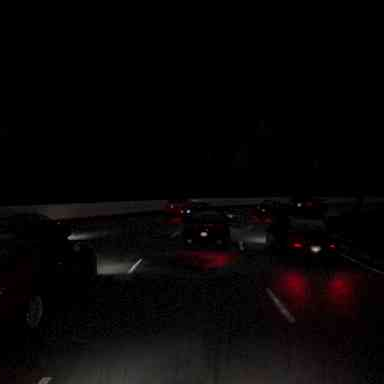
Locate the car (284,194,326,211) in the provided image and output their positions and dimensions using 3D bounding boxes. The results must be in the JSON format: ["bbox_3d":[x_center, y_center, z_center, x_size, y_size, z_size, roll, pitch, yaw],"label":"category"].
[{"bbox_3d":[10.909,1.221,31.186,2.150,2.045,5.566,0,0,35],"label":"car"}]

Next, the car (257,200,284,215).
[{"bbox_3d":[7.996,1.525,32.928,1.812,1.442,4.674,0,0,34],"label":"car"}]

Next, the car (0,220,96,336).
[{"bbox_3d":[-3.360,1.526,6.560,1.812,1.442,4.674,0,0,1],"label":"car"}]

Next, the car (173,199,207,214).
[{"bbox_3d":[0.778,1.547,27.436,2.033,1.411,5.357,0,0,24],"label":"car"}]

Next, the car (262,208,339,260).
[{"bbox_3d":[3.924,1.525,12.307,1.812,1.442,4.674,0,0,5],"label":"car"}]

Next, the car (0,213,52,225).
[{"bbox_3d":[-6.639,1.548,13.097,2.033,1.411,5.357,0,0,3],"label":"car"}]

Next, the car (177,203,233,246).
[{"bbox_3d":[0.821,1.477,15.282,1.882,1.535,5.008,0,0,8],"label":"car"}]

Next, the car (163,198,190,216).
[{"bbox_3d":[-0.849,1.351,32.264,2.097,1.767,4.553,0,0,27],"label":"car"}]
